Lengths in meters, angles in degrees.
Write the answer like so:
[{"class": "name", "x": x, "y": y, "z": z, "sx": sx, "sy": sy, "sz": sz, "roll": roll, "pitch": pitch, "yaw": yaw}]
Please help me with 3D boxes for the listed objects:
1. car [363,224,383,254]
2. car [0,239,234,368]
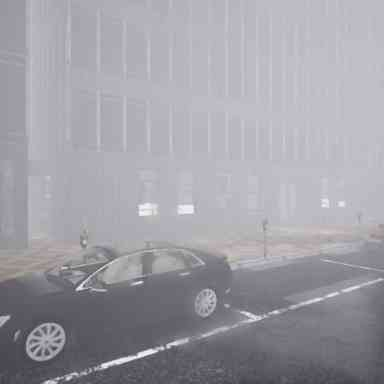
[{"class": "car", "x": 8.035, "y": 1.582, "z": 12.258, "sx": 4.206, "sy": 1.307, "sz": 1.802, "roll": 0, "pitch": 0, "yaw": -35}, {"class": "car", "x": -1.246, "y": 1.551, "z": 5.666, "sx": 4.403, "sy": 1.369, "sz": 2.008, "roll": 0, "pitch": 0, "yaw": -35}]
